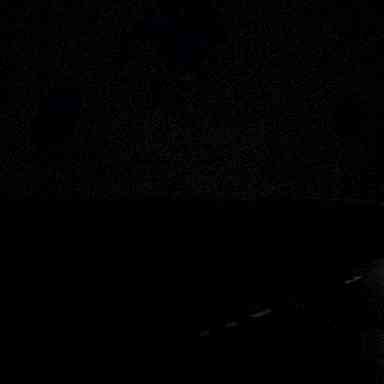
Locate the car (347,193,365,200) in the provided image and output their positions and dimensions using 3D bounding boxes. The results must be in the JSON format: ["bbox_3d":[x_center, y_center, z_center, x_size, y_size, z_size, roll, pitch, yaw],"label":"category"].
[{"bbox_3d":[37.557,0.978,76.174,1.882,1.535,5.008,1,1,-3],"label":"car"}]
